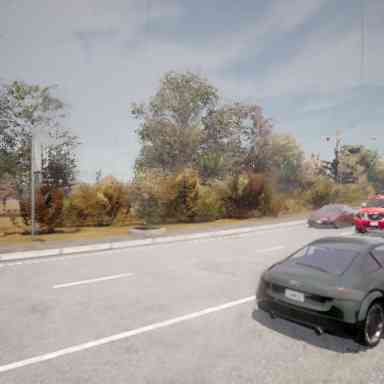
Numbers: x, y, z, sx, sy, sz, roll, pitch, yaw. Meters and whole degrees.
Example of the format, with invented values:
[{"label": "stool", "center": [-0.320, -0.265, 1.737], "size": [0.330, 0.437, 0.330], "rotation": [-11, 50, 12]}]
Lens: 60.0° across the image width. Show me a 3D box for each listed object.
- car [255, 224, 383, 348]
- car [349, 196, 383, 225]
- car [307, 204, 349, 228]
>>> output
[{"label": "car", "center": [3.156, 1.567, 6.412], "size": [4.181, 1.385, 1.994], "rotation": [0, 0, -39]}, {"label": "car", "center": [10.891, 1.219, 18.254], "size": [5.566, 2.045, 2.150], "rotation": [0, 0, -45]}, {"label": "car", "center": [9.210, 1.528, 21.518], "size": [1.812, 1.442, 4.674], "rotation": [0, 0, 45]}]
